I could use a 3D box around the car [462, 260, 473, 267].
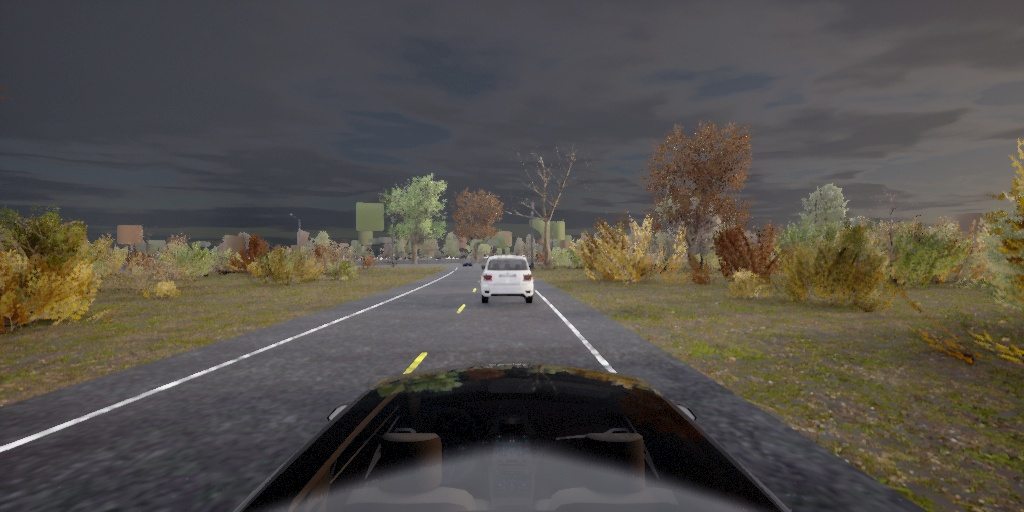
[{"bbox_3d":[-7.957,1.380,64.040,1.895,1.301,4.718,0,0,-8],"label":"car"}]

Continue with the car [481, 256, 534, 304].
[{"bbox_3d":[-0.256,1.003,16.588,2.150,2.045,5.566,0,0,-2],"label":"car"}]
